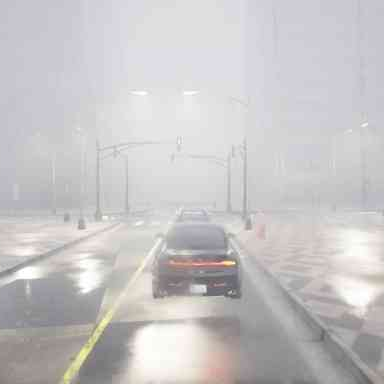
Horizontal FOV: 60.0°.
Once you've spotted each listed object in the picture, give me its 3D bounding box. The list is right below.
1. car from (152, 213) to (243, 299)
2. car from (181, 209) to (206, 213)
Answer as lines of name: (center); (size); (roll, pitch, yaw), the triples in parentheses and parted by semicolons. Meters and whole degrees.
car: (0.101, 1.502, 8.437); (1.837, 1.490, 4.892); (0, 0, 0)
car: (0.061, 1.557, 17.340); (1.994, 1.385, 4.181); (0, 0, 1)
